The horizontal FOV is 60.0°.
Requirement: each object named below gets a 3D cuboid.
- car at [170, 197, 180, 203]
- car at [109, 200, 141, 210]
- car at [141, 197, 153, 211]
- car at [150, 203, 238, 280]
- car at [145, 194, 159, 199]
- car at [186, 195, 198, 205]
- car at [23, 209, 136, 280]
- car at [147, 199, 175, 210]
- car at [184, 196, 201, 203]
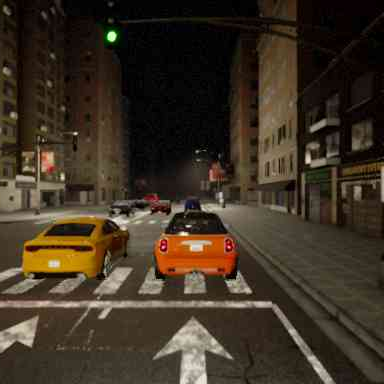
[{"bbox_3d":[-3.253,1.628,62.778,1.837,1.490,4.892,0,0,0],"label":"car"},{"bbox_3d":[-6.598,1.548,31.787,2.128,1.511,4.902,0,0,0],"label":"car"},{"bbox_3d":[-6.576,1.678,41.983,1.895,1.301,4.718,0,0,1],"label":"car"},{"bbox_3d":[0.102,1.368,10.141,2.097,1.767,4.553,0,0,0],"label":"car"},{"bbox_3d":[-6.503,1.321,52.580,2.150,2.045,5.566,0,0,0],"label":"car"},{"bbox_3d":[0.005,1.476,63.741,2.097,1.767,4.553,0,0,0],"label":"car"},{"bbox_3d":[-3.146,1.494,10.069,1.882,1.535,5.008,0,0,0],"label":"car"},{"bbox_3d":[-3.152,1.663,34.698,1.895,1.301,4.718,0,0,0],"label":"car"},{"bbox_3d":[0.098,1.552,40.804,1.882,1.535,5.008,0,0,0],"label":"car"}]
